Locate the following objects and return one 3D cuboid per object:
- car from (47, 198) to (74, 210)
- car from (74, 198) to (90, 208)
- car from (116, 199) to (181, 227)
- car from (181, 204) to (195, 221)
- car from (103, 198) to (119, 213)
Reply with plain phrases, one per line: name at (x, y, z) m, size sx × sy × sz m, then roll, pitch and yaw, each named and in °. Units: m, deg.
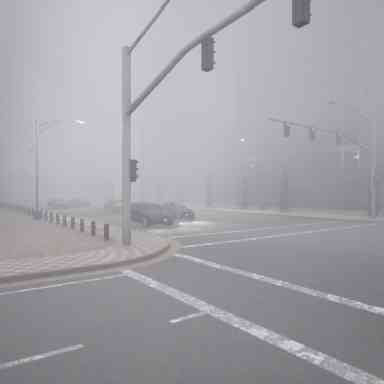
car at (-16.914, 1.492, 41.891) m, size 2.033 × 1.411 × 5.357 m, roll 0°, pitch 0°, yaw -35°
car at (-15.927, 1.492, 46.618) m, size 2.033 × 1.411 × 5.357 m, roll 0°, pitch 0°, yaw -35°
car at (-3.014, 1.445, 22.136) m, size 1.837 × 1.490 × 4.892 m, roll 0°, pitch 1°, yaw -36°
car at (-1.547, 1.508, 26.091) m, size 1.994 × 1.385 × 4.181 m, roll 0°, pitch 0°, yaw -36°
car at (-7.671, 1.422, 34.753) m, size 1.882 × 1.535 × 5.008 m, roll 0°, pitch 0°, yaw -35°
